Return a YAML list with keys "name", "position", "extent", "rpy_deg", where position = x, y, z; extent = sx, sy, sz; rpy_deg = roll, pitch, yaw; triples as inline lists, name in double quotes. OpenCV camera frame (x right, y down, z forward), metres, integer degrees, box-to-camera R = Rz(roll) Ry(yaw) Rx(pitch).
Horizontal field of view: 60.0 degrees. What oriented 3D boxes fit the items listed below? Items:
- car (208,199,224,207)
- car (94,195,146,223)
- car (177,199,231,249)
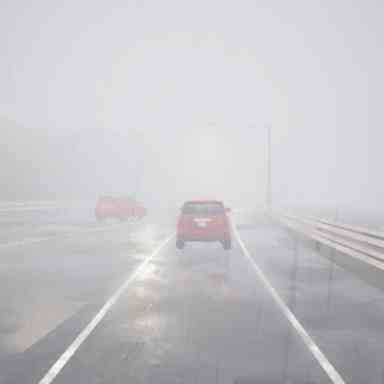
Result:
- name: "car"
  position: [4.426, 2.049, 61.074]
  extent: [1.895, 1.301, 4.718]
  rpy_deg: [0, -1, 16]
- name: "car"
  position: [-5.666, 1.305, 26.895]
  extent: [2.150, 2.045, 5.566]
  rpy_deg: [1, 0, 16]
- name: "car"
  position: [0.599, 1.303, 15.144]
  extent: [2.150, 2.045, 5.566]
  rpy_deg: [0, 0, 4]
